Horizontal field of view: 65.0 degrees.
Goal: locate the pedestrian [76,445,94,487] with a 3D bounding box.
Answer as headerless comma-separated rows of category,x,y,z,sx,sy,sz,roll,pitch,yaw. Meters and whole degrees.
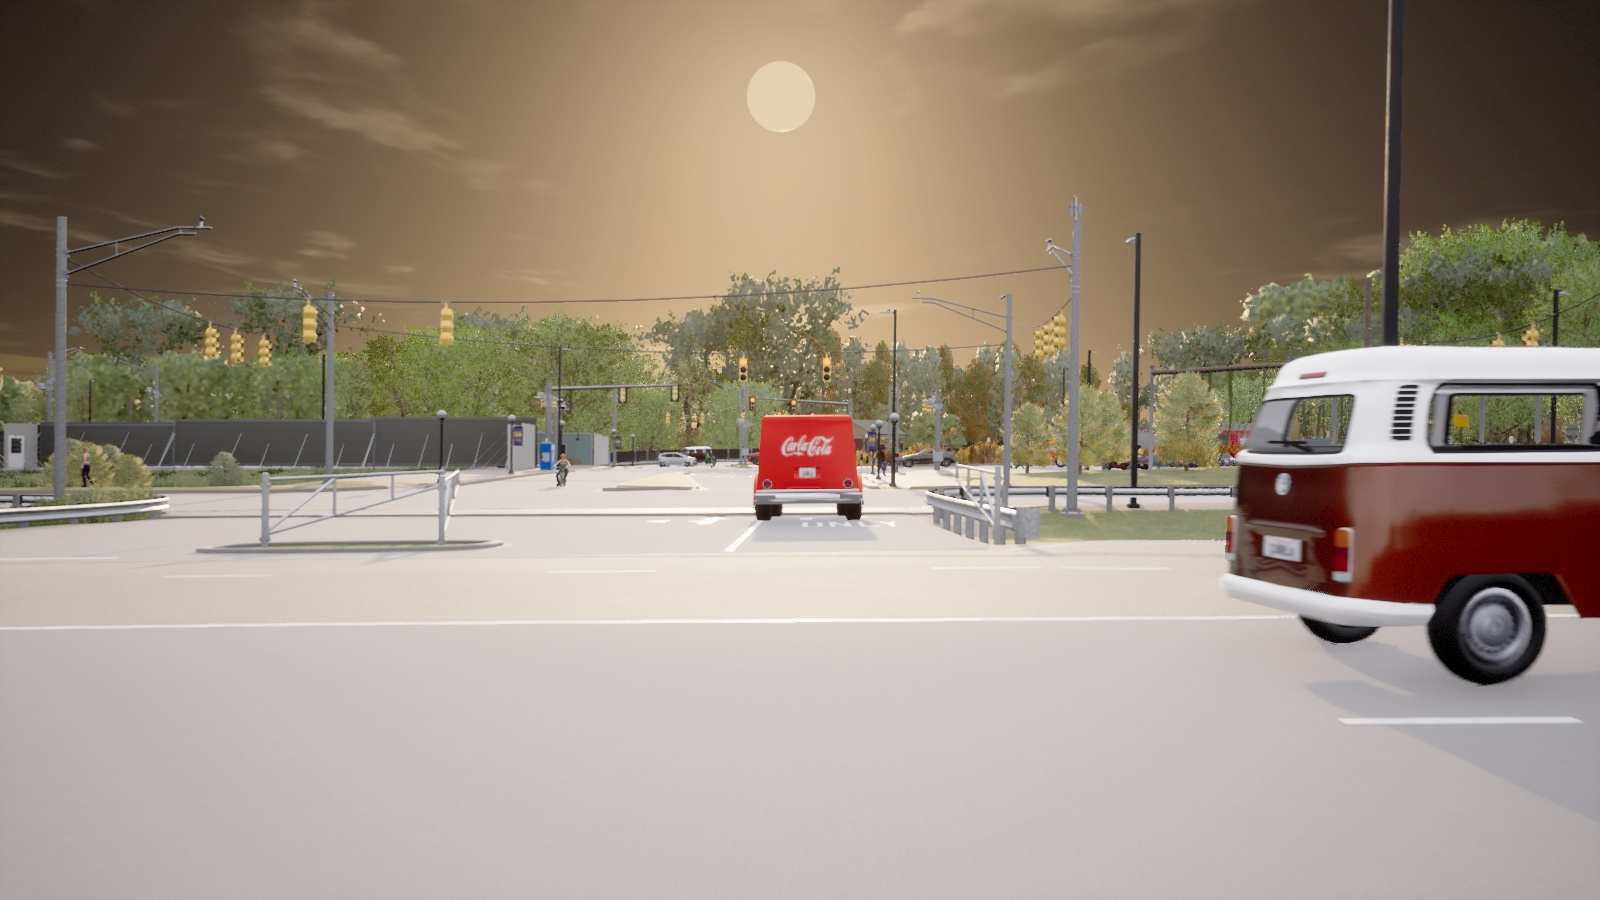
pedestrian,-32.020,0.712,56.264,0.594,1.836,0.345,1,1,1

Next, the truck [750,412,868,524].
truck,0.239,0.454,30.776,2.627,2.467,5.204,-1,-1,1

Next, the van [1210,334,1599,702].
van,5.309,0.354,8.292,4.480,2.038,2.069,0,0,-8

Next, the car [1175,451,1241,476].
car,30.090,0.995,92.758,2.097,1.767,4.553,1,0,-23
